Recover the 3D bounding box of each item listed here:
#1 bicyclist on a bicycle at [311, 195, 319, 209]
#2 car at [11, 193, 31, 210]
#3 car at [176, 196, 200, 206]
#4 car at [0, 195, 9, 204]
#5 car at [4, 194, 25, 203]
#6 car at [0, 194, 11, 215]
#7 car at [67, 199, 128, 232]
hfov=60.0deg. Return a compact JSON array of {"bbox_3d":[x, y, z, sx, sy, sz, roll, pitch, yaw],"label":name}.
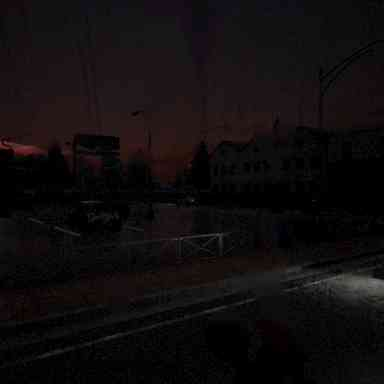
[{"bbox_3d":[13.668,1.124,36.853,1.656,1.620,0.582,0,0,-36],"label":"bicyclist on a bicycle"},{"bbox_3d":[-19.827,1.092,38.162,1.905,1.878,3.866,0,0,-36],"label":"car"},{"bbox_3d":[-0.643,1.349,50.228,1.812,1.442,4.674,0,0,-36],"label":"car"},{"bbox_3d":[-39.204,1.495,66.106,4.611,1.667,2.242,0,0,-36],"label":"car"},{"bbox_3d":[-38.980,1.328,73.235,3.866,1.878,1.905,0,0,-36],"label":"car"},{"bbox_3d":[-17.911,1.113,29.853,1.932,1.855,4.605,0,0,-36],"label":"car"},{"bbox_3d":[-5.302,1.248,17.903,1.970,1.475,3.806,0,0,-36],"label":"car"}]
